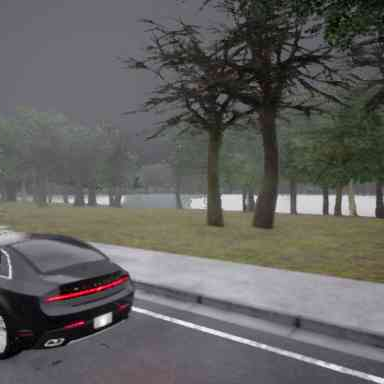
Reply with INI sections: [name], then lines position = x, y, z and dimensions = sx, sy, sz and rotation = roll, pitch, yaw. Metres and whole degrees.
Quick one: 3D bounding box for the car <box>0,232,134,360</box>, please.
[car]
position = -3.180, 1.485, 5.959
dimensions = 4.892, 1.490, 1.837
rotation = 1, 0, 36
